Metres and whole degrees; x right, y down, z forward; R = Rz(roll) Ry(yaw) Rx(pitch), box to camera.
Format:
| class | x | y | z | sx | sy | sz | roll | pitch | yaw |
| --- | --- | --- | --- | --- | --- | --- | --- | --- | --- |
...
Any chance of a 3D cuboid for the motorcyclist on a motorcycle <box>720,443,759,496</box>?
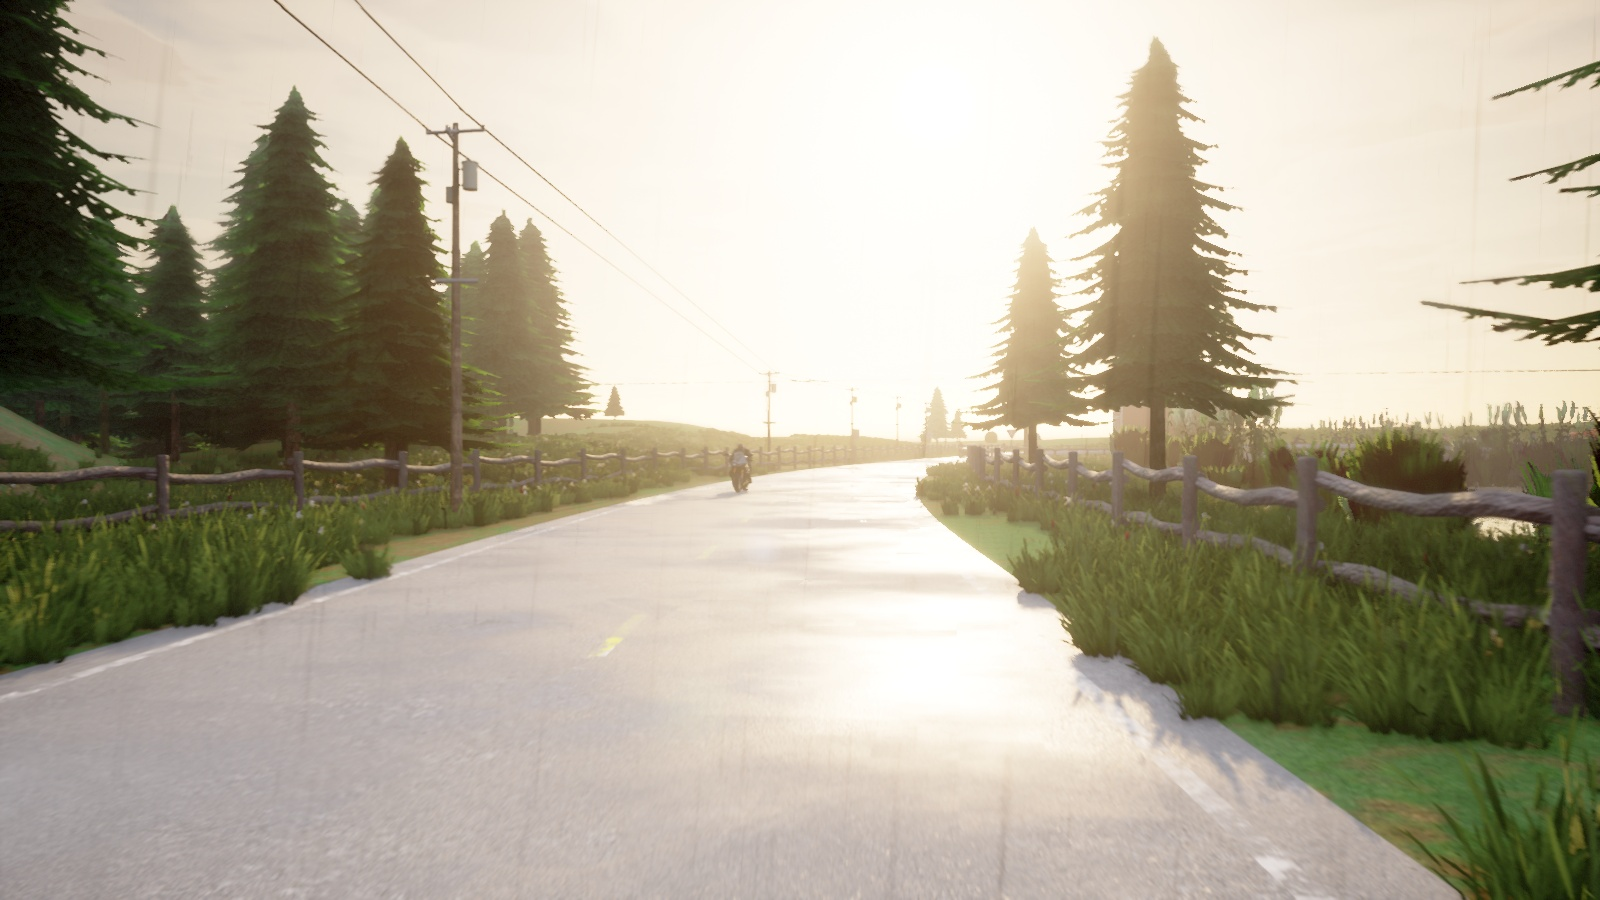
| class | x | y | z | sx | sy | sz | roll | pitch | yaw |
| --- | --- | --- | --- | --- | --- | --- | --- | --- | --- |
| motorcyclist on a motorcycle | -1.803 | 0.566 | 37.842 | 0.866 | 1.530 | 2.191 | 0 | 0 | 5 |
